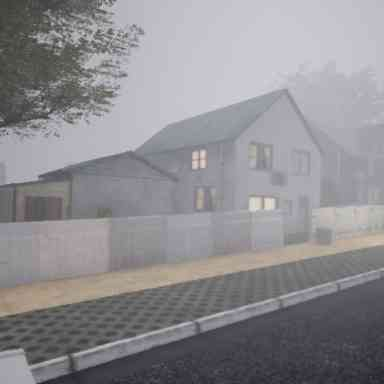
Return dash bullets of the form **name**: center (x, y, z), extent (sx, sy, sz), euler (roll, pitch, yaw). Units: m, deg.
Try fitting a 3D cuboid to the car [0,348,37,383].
- **car**: center (-2.914, 1.602, 0.972), extent (4.718, 1.301, 1.895), euler (0, 0, -35)
